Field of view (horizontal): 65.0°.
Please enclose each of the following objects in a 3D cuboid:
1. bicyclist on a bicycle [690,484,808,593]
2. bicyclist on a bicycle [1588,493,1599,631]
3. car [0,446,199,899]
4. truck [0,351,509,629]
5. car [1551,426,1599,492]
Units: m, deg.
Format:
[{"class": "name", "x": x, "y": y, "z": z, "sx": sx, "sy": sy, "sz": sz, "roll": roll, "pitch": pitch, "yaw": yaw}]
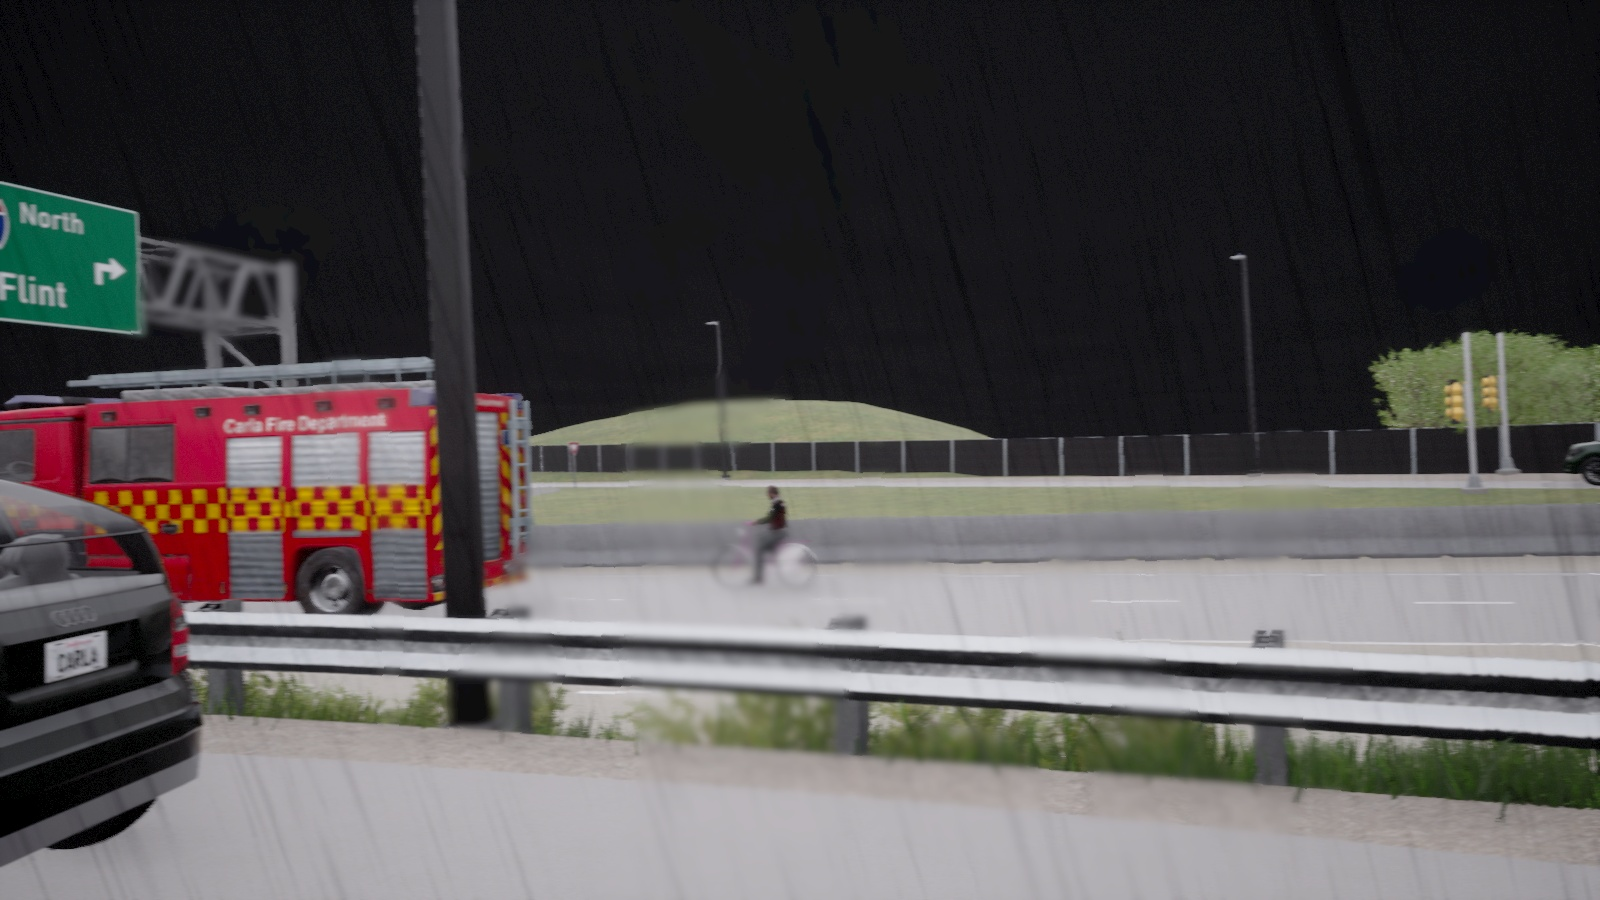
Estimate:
[{"class": "bicyclist on a bicycle", "x": -0.854, "y": 1.480, "z": 21.160, "sx": 1.843, "sy": 1.776, "sz": 0.659, "roll": -1, "pitch": 0, "yaw": 15}, {"class": "bicyclist on a bicycle", "x": 10.166, "y": 1.298, "z": 14.515, "sx": 1.656, "sy": 1.620, "sz": 0.582, "roll": -2, "pitch": 0, "yaw": 15}, {"class": "car", "x": -4.334, "y": 0.756, "z": 4.299, "sx": 3.705, "sy": 1.549, "sz": 1.789, "roll": 0, "pitch": 0, "yaw": 5}, {"class": "truck", "x": -9.152, "y": 0.632, "z": 19.798, "sx": 8.468, "sy": 3.827, "sz": 2.891, "roll": -1, "pitch": 0, "yaw": 15}, {"class": "car", "x": 26.826, "y": 0.260, "z": 39.096, "sx": 5.566, "sy": 2.045, "sz": 2.150, "roll": -1, "pitch": 1, "yaw": 42}]
